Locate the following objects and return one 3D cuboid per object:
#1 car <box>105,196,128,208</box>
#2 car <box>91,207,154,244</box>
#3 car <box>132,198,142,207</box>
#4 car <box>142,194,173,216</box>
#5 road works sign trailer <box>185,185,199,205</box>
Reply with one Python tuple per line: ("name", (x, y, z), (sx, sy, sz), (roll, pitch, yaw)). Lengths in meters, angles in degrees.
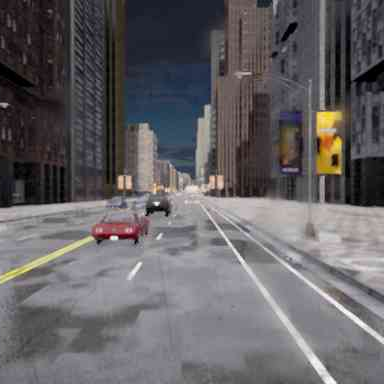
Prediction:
("car", (-9.819, 1.351, 43.527), (2.097, 1.767, 4.553), (0, 0, 0))
("car", (-3.144, 1.584, 15.692), (1.895, 1.301, 4.718), (0, 0, 0))
("car", (-6.572, 1.524, 43.295), (1.812, 1.442, 4.674), (0, 0, 0))
("car", (-3.139, 1.204, 32.245), (2.150, 2.045, 5.566), (0, 0, 0))
("road works sign trailer", (0.029, 0.514, 61.441), (2.380, 3.560, 2.880), (0, 0, 1))
